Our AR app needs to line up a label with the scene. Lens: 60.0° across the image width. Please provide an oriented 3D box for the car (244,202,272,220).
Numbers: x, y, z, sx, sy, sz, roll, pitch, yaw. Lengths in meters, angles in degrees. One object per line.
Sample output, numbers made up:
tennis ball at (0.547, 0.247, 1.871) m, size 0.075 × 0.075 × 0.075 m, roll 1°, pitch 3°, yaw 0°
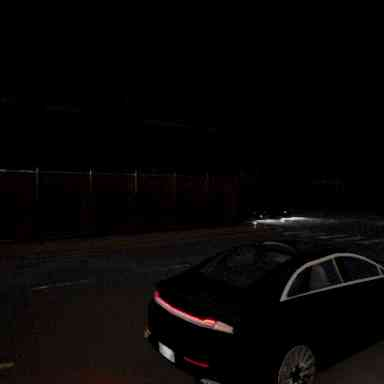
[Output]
car at (4.122, 1.603, 29.383) m, size 2.033 × 1.411 × 5.357 m, roll 0°, pitch 0°, yaw -35°

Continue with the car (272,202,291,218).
car at (7.133, 1.619, 31.187) m, size 1.994 × 1.385 × 4.181 m, roll 0°, pitch 0°, yaw -35°

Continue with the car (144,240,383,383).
car at (1.693, 1.491, 4.965) m, size 4.902 × 1.511 × 2.128 m, roll 0°, pitch 0°, yaw -36°
